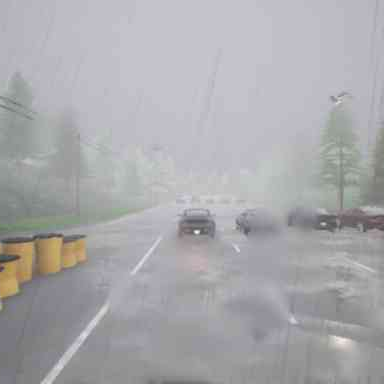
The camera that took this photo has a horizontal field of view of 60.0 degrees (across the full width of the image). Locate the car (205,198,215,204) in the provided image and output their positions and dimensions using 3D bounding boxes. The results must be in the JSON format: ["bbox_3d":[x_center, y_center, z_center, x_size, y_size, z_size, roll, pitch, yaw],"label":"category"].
[{"bbox_3d":[4.262,2.044,77.084,2.128,1.511,4.902,0,0,1],"label":"car"}]

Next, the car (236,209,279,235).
[{"bbox_3d":[3.779,1.703,19.758,1.994,1.385,4.181,0,0,1],"label":"car"}]

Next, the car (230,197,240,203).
[{"bbox_3d":[11.372,1.994,87.847,1.882,1.535,5.008,0,0,1],"label":"car"}]

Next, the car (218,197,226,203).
[{"bbox_3d":[7.868,2.105,87.495,1.895,1.301,4.718,0,0,1],"label":"car"}]

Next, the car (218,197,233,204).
[{"bbox_3d":[7.766,2.122,77.495,1.895,1.301,4.718,0,0,1],"label":"car"}]

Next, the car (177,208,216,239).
[{"bbox_3d":[0.263,1.630,18.138,1.837,1.490,4.892,0,0,1],"label":"car"}]

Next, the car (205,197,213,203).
[{"bbox_3d":[4.368,2.101,87.531,1.895,1.301,4.718,0,0,1],"label":"car"}]

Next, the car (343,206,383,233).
[{"bbox_3d":[10.791,1.632,20.817,1.882,1.535,5.008,0,0,1],"label":"car"}]

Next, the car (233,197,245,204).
[{"bbox_3d":[11.270,2.032,77.846,1.837,1.490,4.892,0,0,1],"label":"car"}]

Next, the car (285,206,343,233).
[{"bbox_3d":[7.291,1.628,20.850,1.882,1.535,5.008,0,0,1],"label":"car"}]

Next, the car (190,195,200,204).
[{"bbox_3d":[0.771,1.746,77.985,2.150,2.045,5.566,0,0,1],"label":"car"}]

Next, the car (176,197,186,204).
[{"bbox_3d":[-2.738,2.011,77.156,1.837,1.490,4.892,0,0,1],"label":"car"}]

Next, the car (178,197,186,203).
[{"bbox_3d":[-2.631,1.975,87.573,1.882,1.535,5.008,0,0,1],"label":"car"}]
